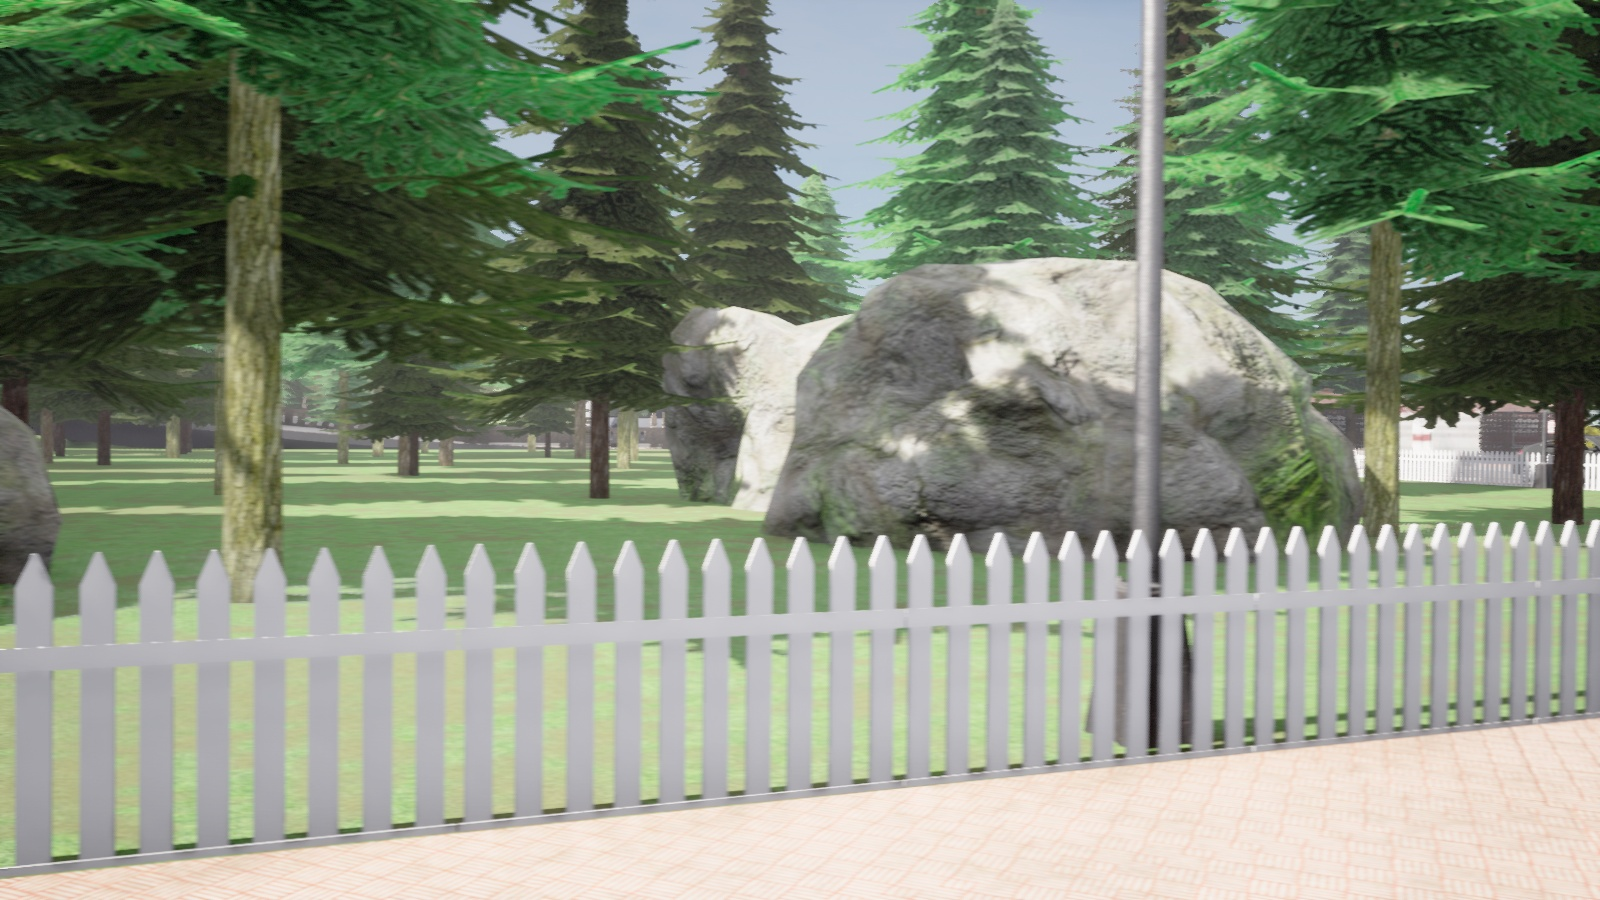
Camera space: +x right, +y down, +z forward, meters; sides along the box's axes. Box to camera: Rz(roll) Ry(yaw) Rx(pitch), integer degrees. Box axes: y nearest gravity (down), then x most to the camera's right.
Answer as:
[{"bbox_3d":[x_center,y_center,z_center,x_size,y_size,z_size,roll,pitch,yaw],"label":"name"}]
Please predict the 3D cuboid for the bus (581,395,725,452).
[{"bbox_3d":[-11.347,-2.039,96.934,10.273,4.253,3.944,-1,1,-21],"label":"bus"}]

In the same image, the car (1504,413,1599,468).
[{"bbox_3d":[24.677,-0.320,38.708,2.152,1.651,5.027,-1,1,-19],"label":"car"}]
